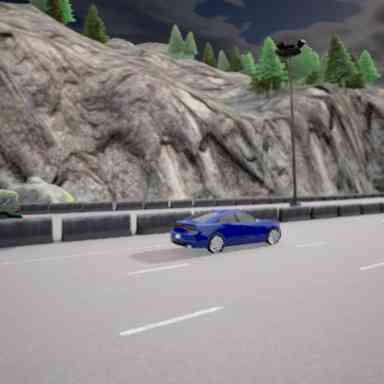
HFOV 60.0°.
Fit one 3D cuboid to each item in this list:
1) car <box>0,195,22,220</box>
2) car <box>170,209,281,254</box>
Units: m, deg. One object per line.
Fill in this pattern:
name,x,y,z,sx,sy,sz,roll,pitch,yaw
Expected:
car,-13.458,1.230,20.184,5.566,2.045,2.150,0,0,-36
car,1.497,1.440,13.430,5.008,1.535,1.882,0,0,-36
